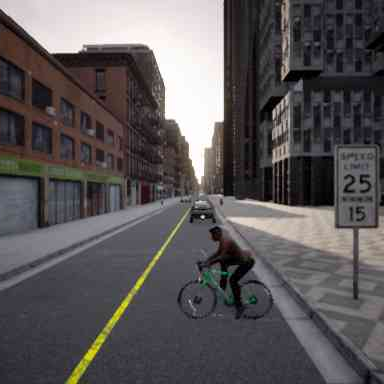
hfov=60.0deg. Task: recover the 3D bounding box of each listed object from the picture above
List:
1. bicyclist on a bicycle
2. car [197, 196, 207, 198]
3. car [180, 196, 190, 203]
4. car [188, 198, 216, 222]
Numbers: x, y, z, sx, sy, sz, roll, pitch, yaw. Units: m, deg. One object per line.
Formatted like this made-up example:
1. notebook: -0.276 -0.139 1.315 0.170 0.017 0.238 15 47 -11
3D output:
1. bicyclist on a bicycle: 0.580 1.418 5.788 1.656 1.620 0.582 0 0 2
2. car: 1.450 1.288 46.771 2.097 1.767 4.553 0 0 2
3. car: -1.193 1.475 63.806 1.994 1.385 4.181 0 0 2
4. car: 0.829 1.469 25.725 1.837 1.490 4.892 0 0 2
